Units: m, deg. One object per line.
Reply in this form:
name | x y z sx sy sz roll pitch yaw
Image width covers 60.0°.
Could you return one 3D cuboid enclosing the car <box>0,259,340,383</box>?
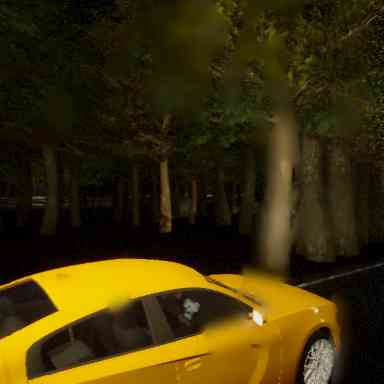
car | -0.470 1.471 3.412 5.008 1.535 1.882 0 0 -35
